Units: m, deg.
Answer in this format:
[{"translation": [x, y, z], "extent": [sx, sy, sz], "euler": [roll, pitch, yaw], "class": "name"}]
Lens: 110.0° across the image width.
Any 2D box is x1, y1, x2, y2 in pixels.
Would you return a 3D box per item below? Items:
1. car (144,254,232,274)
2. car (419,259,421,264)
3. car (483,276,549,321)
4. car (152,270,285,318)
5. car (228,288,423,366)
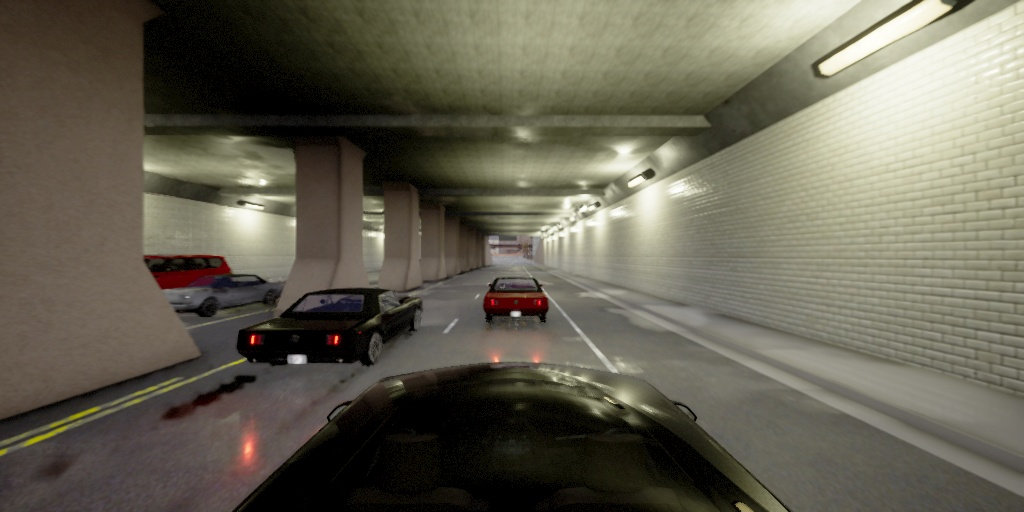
[{"translation": [-14.060, 0.944, 14.450], "extent": [2.150, 2.045, 5.566], "euler": [0, 0, 0], "class": "car"}, {"translation": [-13.878, 1.170, 55.294], "extent": [1.882, 1.535, 5.008], "euler": [0, 0, 1], "class": "car"}, {"translation": [0.120, 1.342, 12.294], "extent": [1.895, 1.301, 4.718], "euler": [0, 0, 0], "class": "car"}, {"translation": [-10.566, 1.329, 13.028], "extent": [1.895, 1.301, 4.718], "euler": [0, 0, 0], "class": "car"}, {"translation": [-3.377, 1.342, 7.876], "extent": [1.895, 1.301, 4.718], "euler": [0, 0, 0], "class": "car"}]
